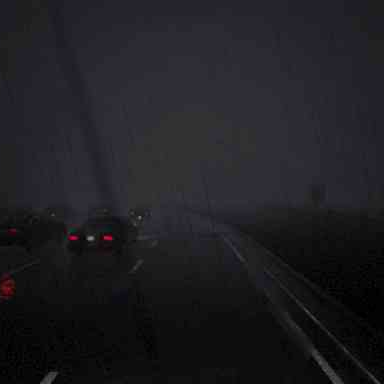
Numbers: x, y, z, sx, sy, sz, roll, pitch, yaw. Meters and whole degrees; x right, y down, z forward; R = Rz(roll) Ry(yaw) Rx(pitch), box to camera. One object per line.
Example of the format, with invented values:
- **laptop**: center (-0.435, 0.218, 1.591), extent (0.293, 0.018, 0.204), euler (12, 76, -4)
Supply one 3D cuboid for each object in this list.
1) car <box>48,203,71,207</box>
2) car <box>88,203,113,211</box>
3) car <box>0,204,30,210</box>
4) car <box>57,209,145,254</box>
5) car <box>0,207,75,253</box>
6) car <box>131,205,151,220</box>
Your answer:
- **car**: center (-11.752, 1.753, 29.685), extent (1.882, 1.535, 5.008), euler (0, 0, -9)
- **car**: center (-8.264, 1.771, 30.045), extent (2.128, 1.511, 4.902), euler (0, 0, -9)
- **car**: center (-15.209, 1.749, 29.139), extent (1.882, 1.535, 5.008), euler (0, 0, -9)
- **car**: center (-3.500, 1.678, 13.988), extent (2.033, 1.411, 5.357), euler (0, 0, 0)
- **car**: center (-7.002, 1.626, 14.287), extent (2.128, 1.511, 4.902), euler (0, 0, 0)
- **car**: center (-4.777, 1.883, 30.411), extent (1.895, 1.301, 4.718), euler (0, 0, -9)
